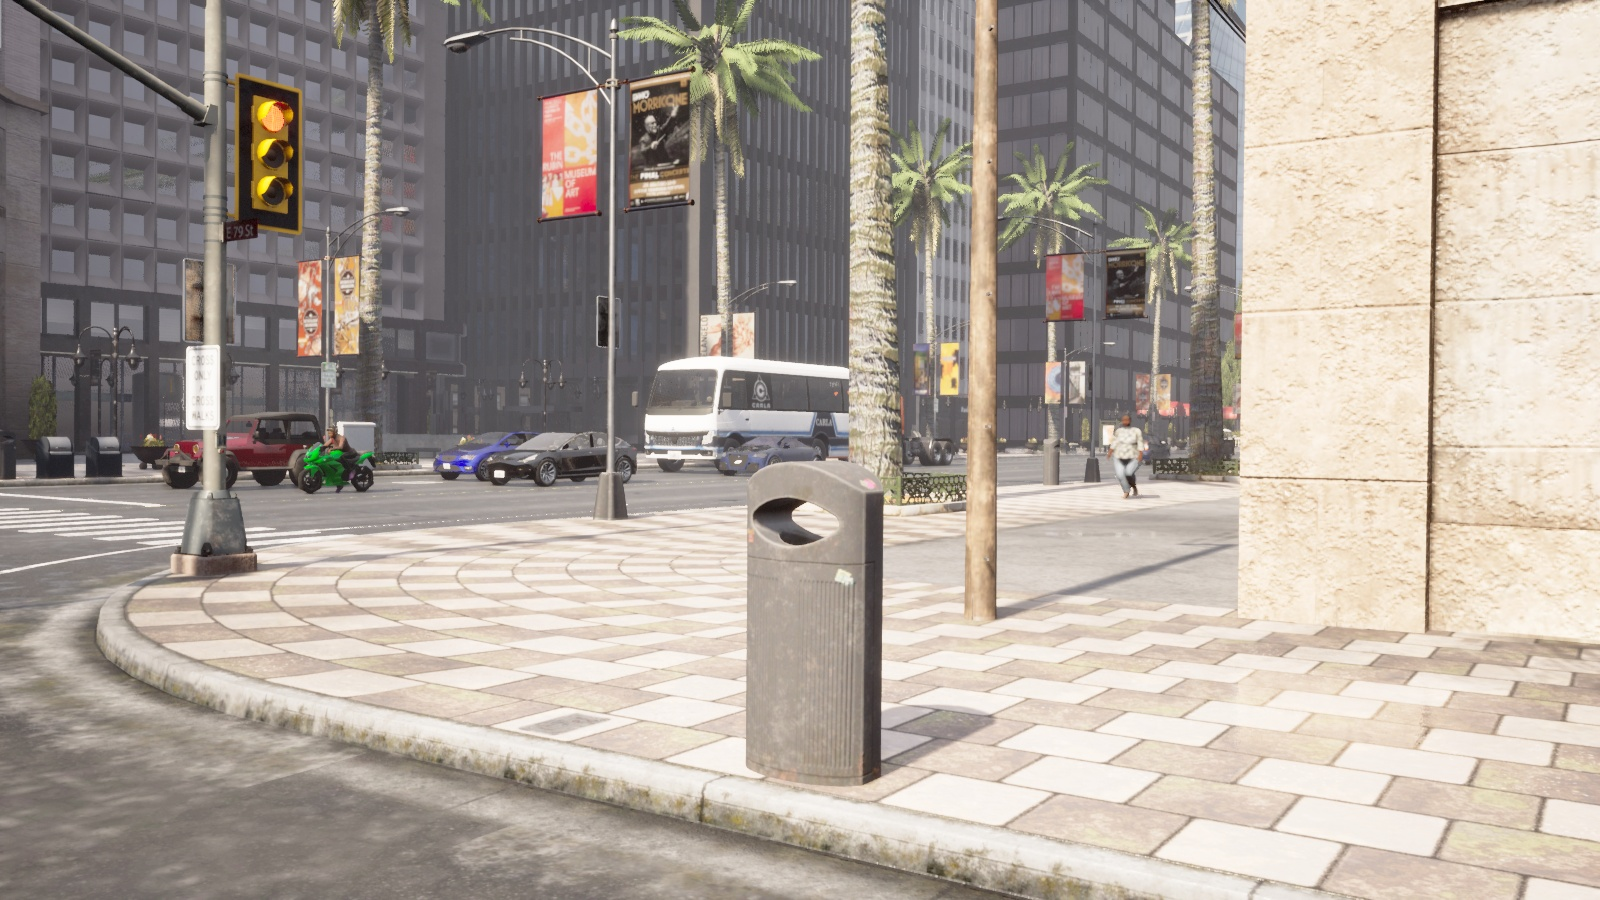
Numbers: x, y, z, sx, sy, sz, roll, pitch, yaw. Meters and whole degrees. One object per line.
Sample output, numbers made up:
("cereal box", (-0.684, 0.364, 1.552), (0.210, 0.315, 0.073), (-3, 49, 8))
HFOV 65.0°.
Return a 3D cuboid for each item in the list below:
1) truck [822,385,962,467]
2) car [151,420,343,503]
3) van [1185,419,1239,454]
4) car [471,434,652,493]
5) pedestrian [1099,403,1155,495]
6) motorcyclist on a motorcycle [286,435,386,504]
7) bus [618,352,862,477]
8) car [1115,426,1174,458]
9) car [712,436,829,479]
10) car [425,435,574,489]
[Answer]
("truck", (4.364, -1.074, 57.412), (2.891, 3.462, 7.936), (0, 1, 33))
("car", (-13.428, 0.230, 30.680), (1.905, 1.878, 3.866), (0, 1, 34))
("van", (25.119, -0.817, 76.470), (2.069, 2.038, 4.480), (0, 1, 33))
("car", (-6.506, 0.315, 34.783), (2.163, 1.488, 4.792), (0, 1, 33))
("pedestrian", (6.795, -0.030, 26.091), (0.874, 1.855, 0.900), (0, 1, 33))
("motorcyclist on a motorcycle", (-10.567, 0.418, 28.681), (0.797, 1.523, 2.044), (0, 1, 34))
("bus", (-1.975, -1.281, 47.871), (3.944, 4.253, 10.273), (0, 1, 34))
("car", (17.991, -0.428, 65.516), (1.851, 1.617, 3.988), (0, 1, 33))
("car", (-0.953, 0.215, 43.117), (1.994, 1.385, 4.181), (0, 1, 33))
("car", (-8.902, 0.314, 37.493), (1.816, 1.474, 4.193), (0, 1, 34))
